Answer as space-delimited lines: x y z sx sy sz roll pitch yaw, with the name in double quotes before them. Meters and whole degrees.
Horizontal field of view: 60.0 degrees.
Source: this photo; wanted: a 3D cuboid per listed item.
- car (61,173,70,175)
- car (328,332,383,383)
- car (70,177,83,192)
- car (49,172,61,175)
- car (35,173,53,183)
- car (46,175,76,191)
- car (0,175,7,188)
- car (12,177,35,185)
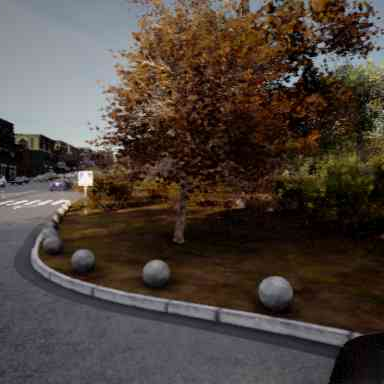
"car" -34.562 -3.960 87.409 2.231 1.521 4.892 0 4 -6
"car" 2.849 1.517 1.745 4.181 1.385 1.994 0 1 31
"car" -14.563 -0.868 45.056 1.882 1.535 5.008 -1 4 -6
"car" -33.446 -3.540 78.060 2.435 2.045 5.566 0 4 -6
"car" -32.827 -2.897 72.637 2.231 1.521 4.892 0 4 -6
"car" -18.081 -1.079 46.271 2.097 1.767 4.553 0 4 -6
"car" -30.333 -1.572 50.682 2.435 2.045 5.566 -1 4 -7
"car" -31.583 -2.079 61.650 2.163 1.488 4.792 0 4 -6
